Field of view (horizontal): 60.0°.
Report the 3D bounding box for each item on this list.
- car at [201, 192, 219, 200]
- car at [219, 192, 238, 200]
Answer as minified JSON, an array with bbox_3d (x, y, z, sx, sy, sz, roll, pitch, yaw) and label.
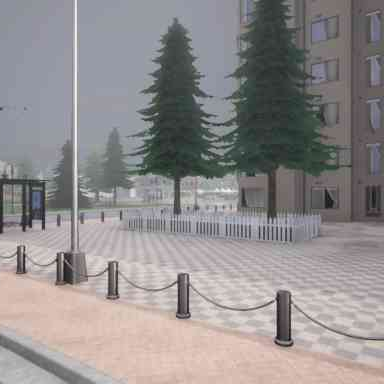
[{"bbox_3d":[5.185,1.384,91.418,3.806,1.475,1.970,0,0,35],"label":"car"},{"bbox_3d":[9.547,1.374,84.715,3.633,1.501,1.845,0,0,35],"label":"car"}]
